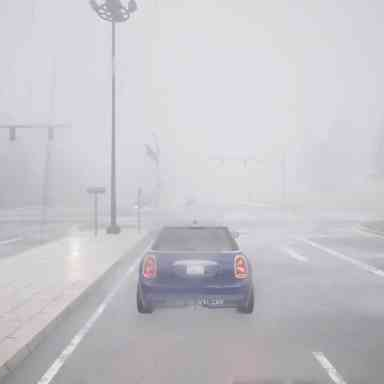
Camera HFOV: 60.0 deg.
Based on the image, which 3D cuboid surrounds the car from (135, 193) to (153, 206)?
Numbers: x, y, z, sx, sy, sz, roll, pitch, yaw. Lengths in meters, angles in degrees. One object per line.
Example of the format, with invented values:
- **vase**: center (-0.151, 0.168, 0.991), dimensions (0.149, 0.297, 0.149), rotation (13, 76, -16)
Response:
- **car**: center (-8.250, 1.352, 55.971), dimensions (2.097, 1.767, 4.553), rotation (0, 0, -1)

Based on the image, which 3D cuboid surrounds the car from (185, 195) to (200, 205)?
- **car**: center (-0.142, 1.525, 54.610), dimensions (1.812, 1.442, 4.674), rotation (0, 0, -1)

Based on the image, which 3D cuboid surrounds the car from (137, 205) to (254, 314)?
- **car**: center (0.074, 1.352, 7.790), dimensions (2.097, 1.767, 4.553), rotation (0, 0, 0)

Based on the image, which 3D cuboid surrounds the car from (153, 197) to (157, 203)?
- **car**: center (-8.346, 1.547, 65.586), dimensions (2.033, 1.411, 5.357), rotation (0, 0, 0)
